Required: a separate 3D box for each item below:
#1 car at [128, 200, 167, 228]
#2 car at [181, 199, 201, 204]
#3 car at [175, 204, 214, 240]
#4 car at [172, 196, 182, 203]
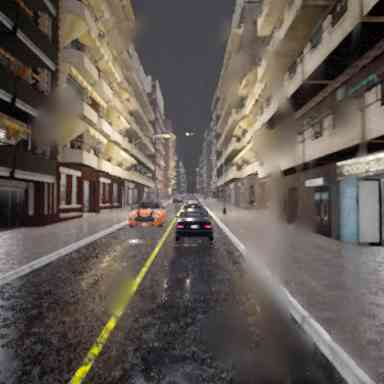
[{"bbox_3d":[-2.846,1.353,22.152,2.097,1.767,4.553,0,0,0],"label":"car"},{"bbox_3d":[0.104,1.557,38.511,1.994,1.385,4.181,0,0,0],"label":"car"},{"bbox_3d":[0.101,1.550,16.957,2.033,1.411,5.357,0,0,0],"label":"car"},{"bbox_3d":[-2.760,1.524,64.540,1.994,1.385,4.181,0,0,0],"label":"car"}]
